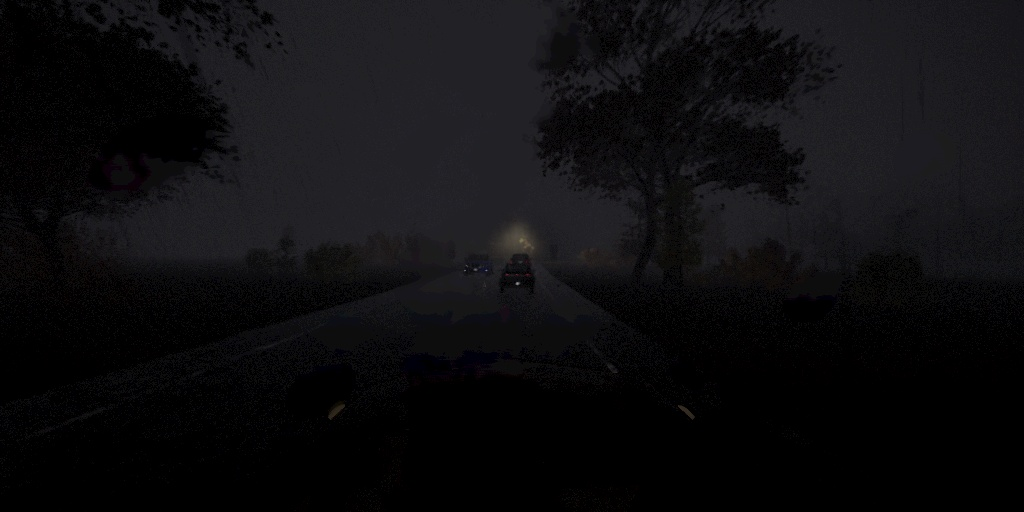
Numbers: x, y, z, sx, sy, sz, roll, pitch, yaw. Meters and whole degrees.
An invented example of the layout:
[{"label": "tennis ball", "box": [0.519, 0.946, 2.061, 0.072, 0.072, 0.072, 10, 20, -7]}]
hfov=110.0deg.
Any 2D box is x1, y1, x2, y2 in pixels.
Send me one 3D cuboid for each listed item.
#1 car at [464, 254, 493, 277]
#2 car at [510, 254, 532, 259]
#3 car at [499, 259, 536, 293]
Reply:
[{"label": "car", "box": [-2.967, 0.786, 32.895, 2.150, 2.045, 5.566, 0, 0, 2]}, {"label": "car", "box": [0.963, 0.767, 38.697, 2.150, 2.045, 5.566, 0, 0, 3]}, {"label": "car", "box": [0.323, 1.134, 19.982, 2.128, 1.511, 4.902, 0, 0, 1]}]
